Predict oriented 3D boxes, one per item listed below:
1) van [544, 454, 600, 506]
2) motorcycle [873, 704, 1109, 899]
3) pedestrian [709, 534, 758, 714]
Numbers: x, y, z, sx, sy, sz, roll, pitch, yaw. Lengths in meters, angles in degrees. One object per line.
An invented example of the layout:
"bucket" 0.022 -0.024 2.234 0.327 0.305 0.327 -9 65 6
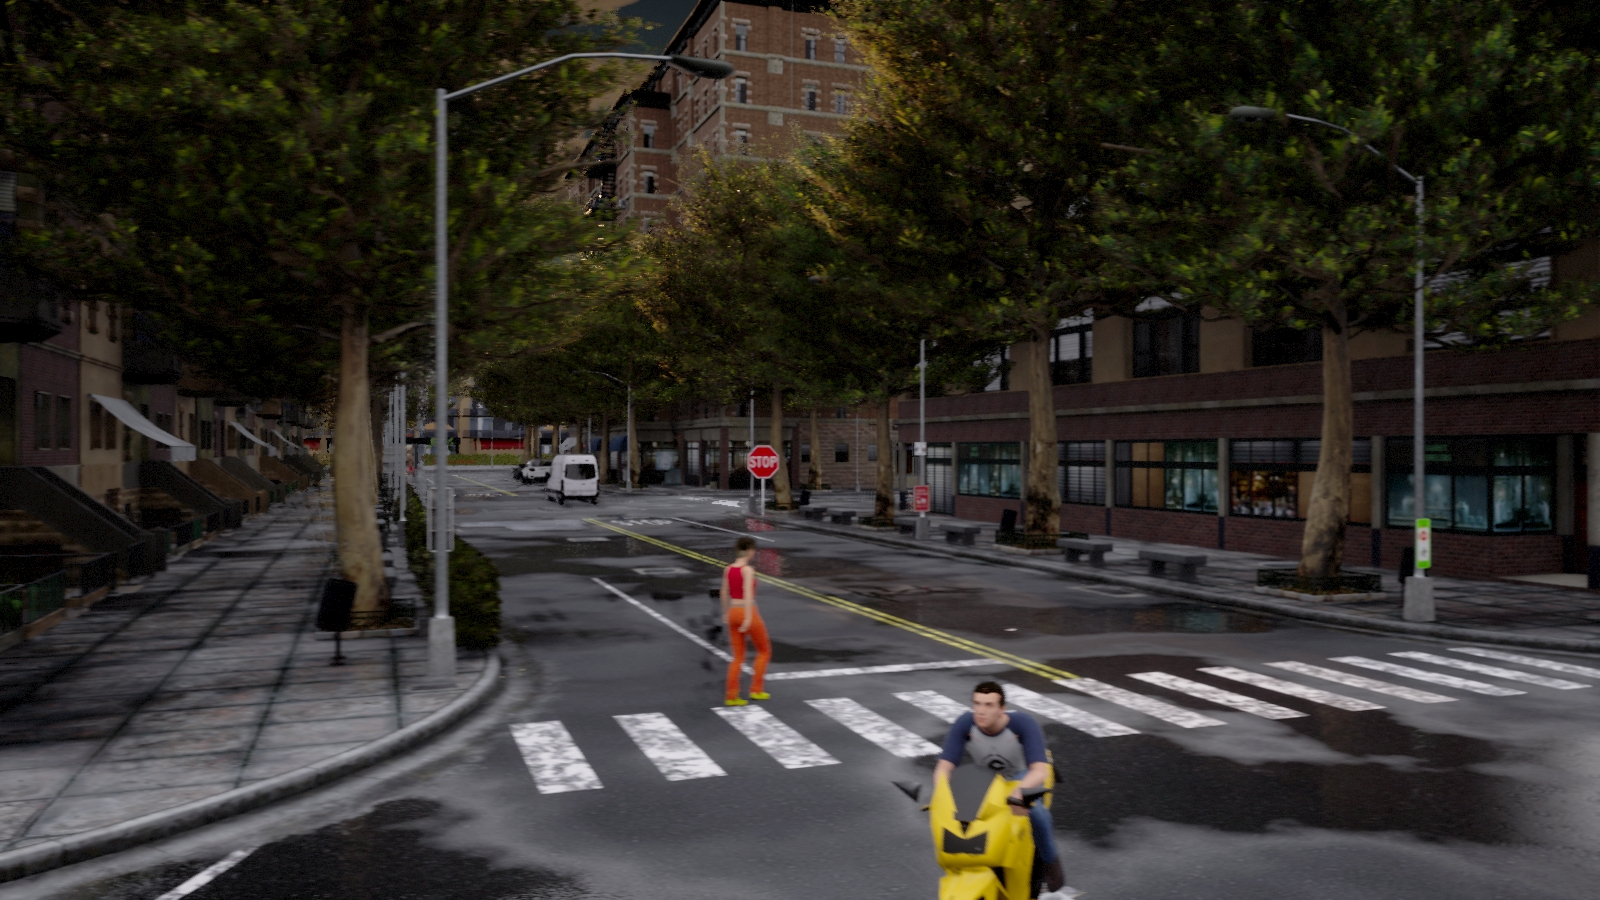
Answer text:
"van" -12.168 1.533 60.747 1.988 2.561 5.915 0 0 -20
"motorcycle" 1.149 2.212 6.394 0.803 1.145 2.033 -4 -1 22
"pedestrian" -0.713 1.849 12.283 0.375 1.860 0.375 0 0 41
